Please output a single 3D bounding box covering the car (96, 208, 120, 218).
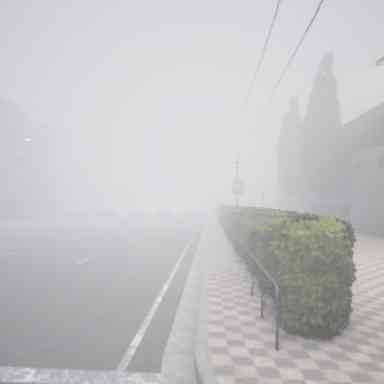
[{"bbox_3d":[-10.919,2.689,43.648,1.895,1.301,4.718,1,-2,4],"label":"car"}]

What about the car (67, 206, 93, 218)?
[{"bbox_3d":[-14.475,2.515,42.927,1.812,1.442,4.674,1,-2,4],"label":"car"}]

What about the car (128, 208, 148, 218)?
[{"bbox_3d":[-7.278,2.830,45.720,1.895,1.301,4.718,1,-2,4],"label":"car"}]

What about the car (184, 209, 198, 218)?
[{"bbox_3d":[-0.096,3.067,48.435,1.895,1.301,4.718,1,-2,4],"label":"car"}]

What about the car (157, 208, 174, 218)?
[{"bbox_3d":[-3.696,2.888,46.291,1.994,1.385,4.181,1,-2,3],"label":"car"}]
